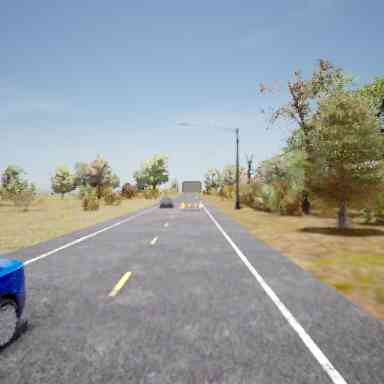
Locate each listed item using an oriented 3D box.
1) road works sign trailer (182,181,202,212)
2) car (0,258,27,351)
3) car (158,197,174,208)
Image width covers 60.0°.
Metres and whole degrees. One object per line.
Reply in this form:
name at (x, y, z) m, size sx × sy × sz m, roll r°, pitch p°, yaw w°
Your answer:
road works sign trailer at (0.007, 0.454, 39.471) m, size 2.380 × 3.560 × 2.880 m, roll 0°, pitch 0°, yaw 0°
car at (-3.600, 1.479, 3.333) m, size 1.882 × 1.535 × 5.008 m, roll 0°, pitch 0°, yaw 0°
car at (-3.567, 1.489, 46.968) m, size 1.837 × 1.490 × 4.892 m, roll 0°, pitch 0°, yaw 0°
